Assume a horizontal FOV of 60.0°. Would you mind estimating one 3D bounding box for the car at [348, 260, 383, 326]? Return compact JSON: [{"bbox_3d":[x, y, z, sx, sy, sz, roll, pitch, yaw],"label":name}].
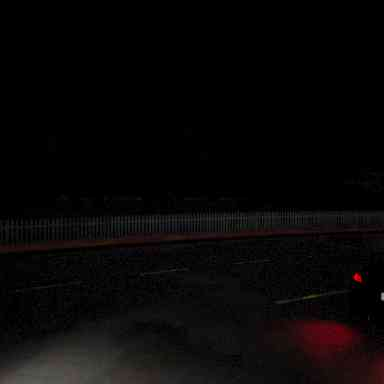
[{"bbox_3d":[4.804,1.564,5.766,4.181,1.385,1.994,0,0,-24],"label":"car"}]
